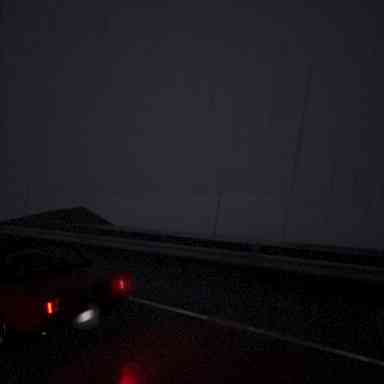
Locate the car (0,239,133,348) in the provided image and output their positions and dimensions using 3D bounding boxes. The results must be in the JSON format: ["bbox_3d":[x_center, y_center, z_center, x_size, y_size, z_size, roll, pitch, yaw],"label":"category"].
[{"bbox_3d":[-3.431,1.560,6.213,4.718,1.301,1.895,0,0,34],"label":"car"}]
